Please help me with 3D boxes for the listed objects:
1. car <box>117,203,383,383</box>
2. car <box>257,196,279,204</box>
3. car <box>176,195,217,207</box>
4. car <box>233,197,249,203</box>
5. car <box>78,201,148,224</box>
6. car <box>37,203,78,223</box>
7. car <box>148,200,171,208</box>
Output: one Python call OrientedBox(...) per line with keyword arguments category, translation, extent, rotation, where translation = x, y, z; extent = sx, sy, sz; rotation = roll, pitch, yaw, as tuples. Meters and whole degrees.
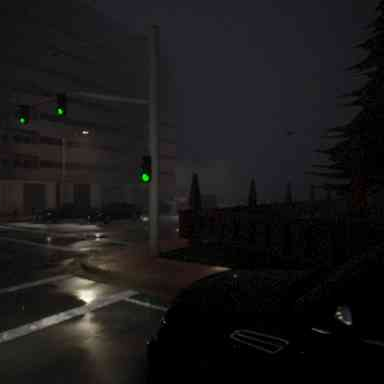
OrientedBox(category="car", translation=(2.188, 1.221, 2.300), extent=(5.566, 2.045, 2.150), rotation=(0, 0, 37))
OrientedBox(category="car", translation=(11.731, 1.420, 51.166), extent=(2.097, 1.767, 4.553), rotation=(0, 0, 35))
OrientedBox(category="car", translation=(0.648, 1.292, 35.332), extent=(2.150, 2.045, 5.566), rotation=(0, 0, 35))
OrientedBox(category="car", translation=(8.201, 1.578, 52.233), extent=(1.837, 1.490, 4.892), rotation=(0, -1, 35))
OrientedBox(category="car", translation=(-6.000, 1.574, 25.762), extent=(1.837, 1.490, 4.892), rotation=(0, 0, 35))
OrientedBox(category="car", translation=(-9.851, 1.597, 26.352), extent=(1.812, 1.442, 4.674), rotation=(0, 0, 35))
OrientedBox(category="car", translation=(-4.076, 1.597, 34.645), extent=(1.812, 1.442, 4.674), rotation=(0, 0, 35))
